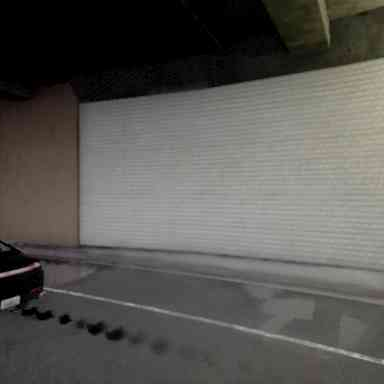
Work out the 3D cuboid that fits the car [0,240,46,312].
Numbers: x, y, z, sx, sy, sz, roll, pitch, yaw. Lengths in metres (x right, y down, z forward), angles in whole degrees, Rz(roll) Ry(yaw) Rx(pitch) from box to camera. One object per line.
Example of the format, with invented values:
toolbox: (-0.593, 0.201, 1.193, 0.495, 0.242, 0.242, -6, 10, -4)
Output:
car: (-4.932, 1.468, 6.146, 4.902, 1.511, 2.128, 0, 0, 26)
